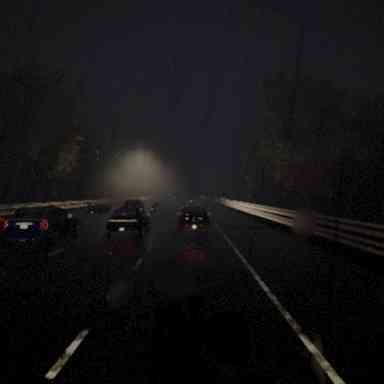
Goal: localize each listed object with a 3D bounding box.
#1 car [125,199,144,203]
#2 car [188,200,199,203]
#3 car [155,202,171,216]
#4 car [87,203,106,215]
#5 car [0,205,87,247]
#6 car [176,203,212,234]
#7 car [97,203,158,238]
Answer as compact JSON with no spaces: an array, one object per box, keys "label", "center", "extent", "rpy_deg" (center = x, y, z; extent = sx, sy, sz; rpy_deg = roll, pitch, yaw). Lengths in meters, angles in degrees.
[{"label":"car","center":[-6.850,1.593,39.290],"extent":[2.097,1.767,4.553],"rpy_deg":[0,0,0]},{"label":"car","center":[0.154,1.785,42.052],"extent":[1.812,1.442,4.674],"rpy_deg":[0,0,0]},{"label":"car","center":[-3.354,1.768,35.746],"extent":[2.033,1.411,5.357],"rpy_deg":[0,0,0]},{"label":"car","center":[-10.355,1.826,36.745],"extent":[1.895,1.301,4.718],"rpy_deg":[0,0,0]},{"label":"car","center":[-6.885,1.449,15.766],"extent":[2.097,1.767,4.553],"rpy_deg":[0,0,0]},{"label":"car","center":[0.124,1.629,20.242],"extent":[1.837,1.490,4.892],"rpy_deg":[0,0,0]},{"label":"car","center":[-3.380,1.605,18.443],"extent":[2.128,1.511,4.902],"rpy_deg":[0,0,0]}]
